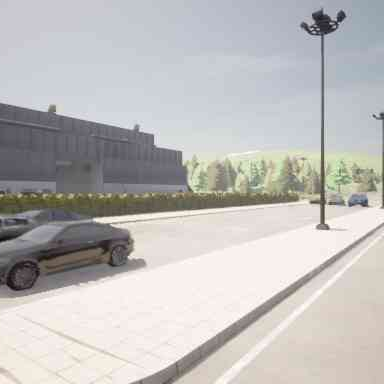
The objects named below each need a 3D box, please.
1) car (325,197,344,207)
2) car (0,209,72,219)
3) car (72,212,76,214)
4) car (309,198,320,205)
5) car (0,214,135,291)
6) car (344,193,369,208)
[{"bbox_3d":[23.153,1.548,53.101,2.033,1.411,5.357,0,0,35],"label":"car"},{"bbox_3d":[-6.795,1.491,10.875,2.128,1.511,4.902,0,0,35],"label":"car"},{"bbox_3d":[-7.276,1.547,16.239,2.033,1.411,5.357,0,0,35],"label":"car"},{"bbox_3d":[21.595,1.601,56.952,1.895,1.301,4.718,0,0,35],"label":"car"},{"bbox_3d":[-3.622,1.526,9.299,1.812,1.442,4.674,0,0,35],"label":"car"},{"bbox_3d":[24.452,1.220,48.879,2.150,2.045,5.566,0,0,35],"label":"car"}]
